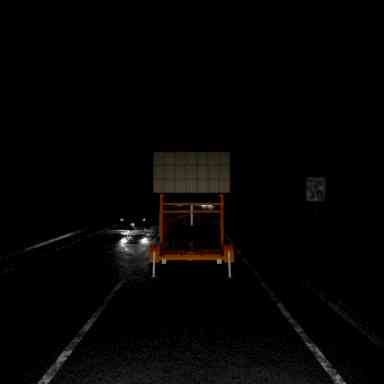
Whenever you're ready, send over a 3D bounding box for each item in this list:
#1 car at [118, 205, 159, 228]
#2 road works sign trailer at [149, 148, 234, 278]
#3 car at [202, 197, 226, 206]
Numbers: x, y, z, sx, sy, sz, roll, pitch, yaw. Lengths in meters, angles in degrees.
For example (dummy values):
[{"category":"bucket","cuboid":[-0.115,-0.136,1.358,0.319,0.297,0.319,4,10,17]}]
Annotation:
[{"category":"car","cuboid":[-3.416,1.554,22.342,2.033,1.411,5.357,0,0,2]},{"category":"road works sign trailer","cuboid":[-0.009,0.467,10.123,2.380,3.560,2.880,0,0,0]},{"category":"car","cuboid":[3.718,1.457,55.083,2.033,1.411,5.357,-1,0,33]}]
